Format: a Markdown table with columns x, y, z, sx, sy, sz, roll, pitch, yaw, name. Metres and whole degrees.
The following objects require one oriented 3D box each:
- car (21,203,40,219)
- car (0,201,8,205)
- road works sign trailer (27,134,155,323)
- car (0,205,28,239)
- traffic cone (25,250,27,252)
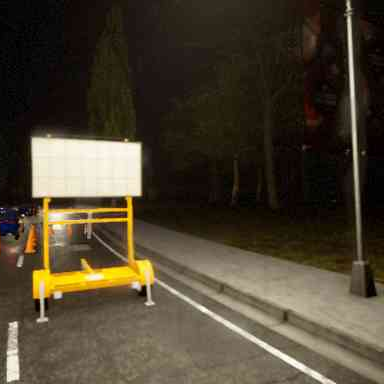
| x | y | z | sx | sy | sz | roll | pitch | yaw | name |
| --- | --- | --- | --- | --- | --- | --- | --- | --- | --- |
| -16.546 | 1.884 | 33.700 | 1.882 | 1.535 | 5.008 | -1 | 0 | -22 | car |
| -21.543 | 1.854 | 36.971 | 2.097 | 1.767 | 4.553 | -1 | 0 | -21 | car |
| -2.365 | 0.533 | 7.642 | 2.380 | 3.560 | 2.880 | 0 | 0 | -25 | road works sign trailer |
| -10.455 | 1.703 | 18.422 | 1.882 | 1.535 | 5.008 | -1 | -1 | -23 | car |
| -6.540 | 2.103 | 13.409 | 0.340 | 0.580 | 0.340 | -1 | 0 | -25 | traffic cone |
